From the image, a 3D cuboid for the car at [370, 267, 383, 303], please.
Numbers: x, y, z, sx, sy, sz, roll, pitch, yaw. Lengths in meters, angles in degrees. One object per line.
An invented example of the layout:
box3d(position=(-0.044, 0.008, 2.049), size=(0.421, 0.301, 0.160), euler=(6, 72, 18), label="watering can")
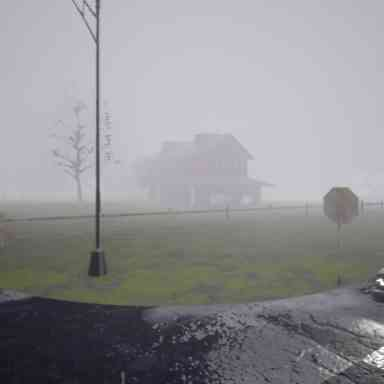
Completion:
box3d(position=(5.852, 1.527, 7.059), size=(5.357, 1.411, 2.033), euler=(0, 0, -38), label="car")
